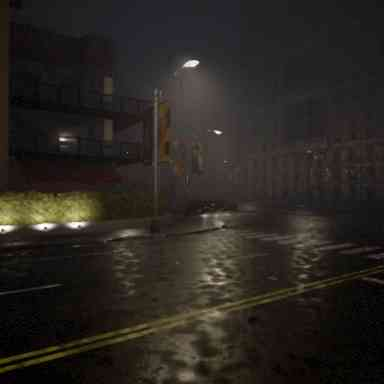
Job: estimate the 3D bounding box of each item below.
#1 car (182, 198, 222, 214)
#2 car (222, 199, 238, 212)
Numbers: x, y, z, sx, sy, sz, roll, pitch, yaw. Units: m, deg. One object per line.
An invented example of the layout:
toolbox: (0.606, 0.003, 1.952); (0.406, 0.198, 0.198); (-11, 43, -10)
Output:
car: (0.752, 1.529, 36.510); (1.837, 1.490, 4.892); (0, 0, -34)
car: (3.305, 1.511, 38.982); (1.882, 1.535, 5.008); (0, 0, -34)
